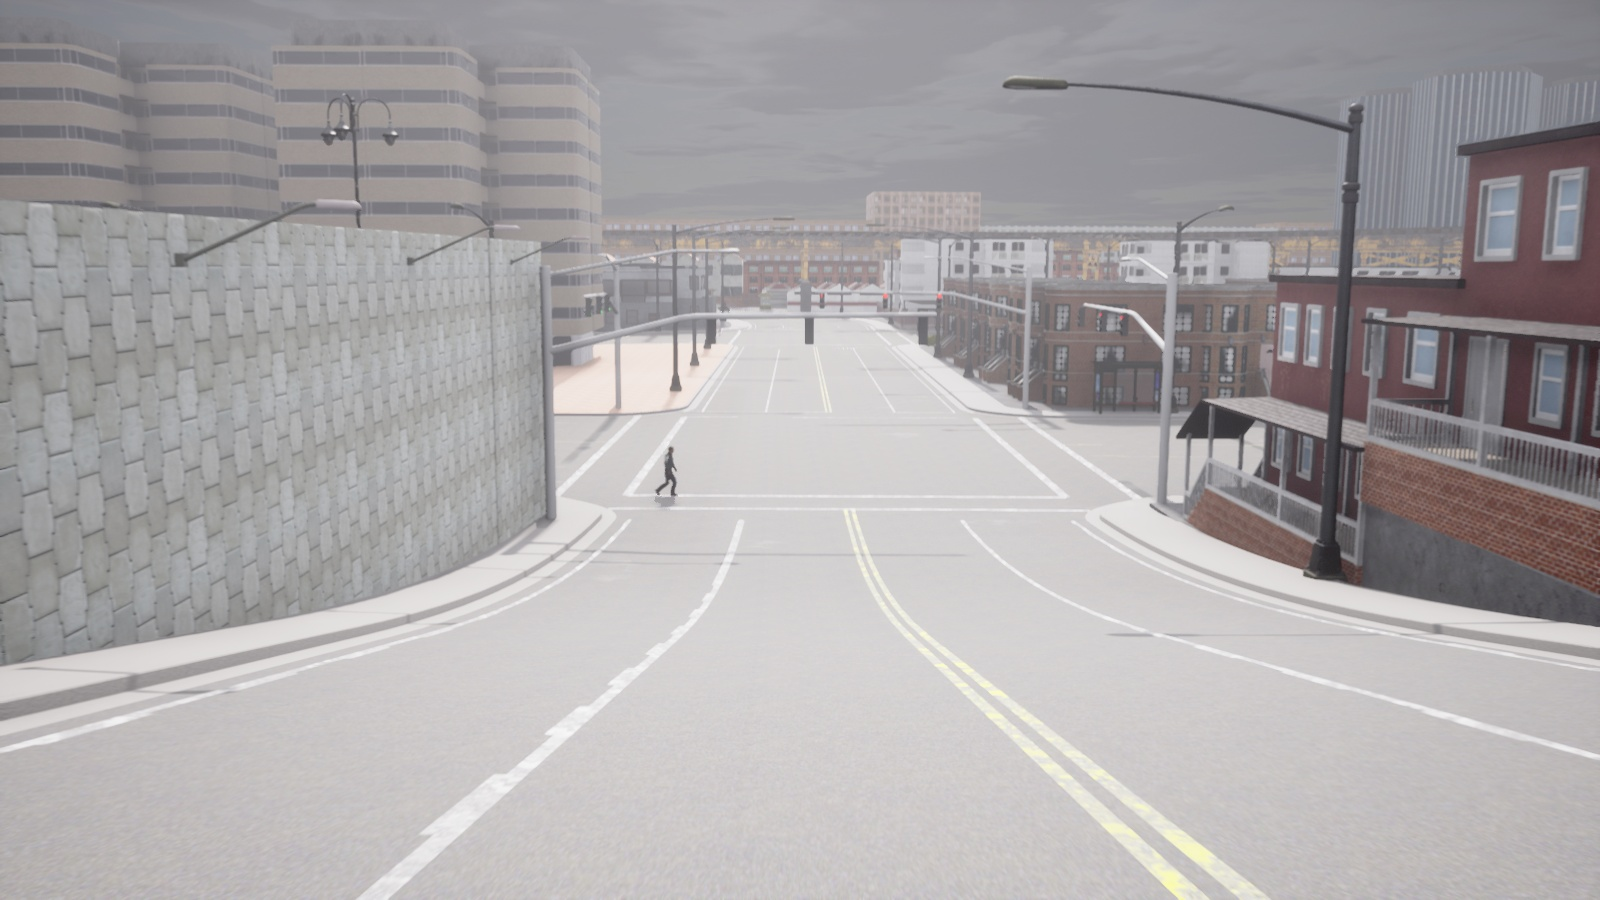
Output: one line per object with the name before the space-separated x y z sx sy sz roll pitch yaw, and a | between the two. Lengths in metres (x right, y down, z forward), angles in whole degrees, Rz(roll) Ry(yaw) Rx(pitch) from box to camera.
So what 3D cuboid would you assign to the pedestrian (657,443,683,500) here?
pedestrian | -4.502 0.747 43.511 0.788 1.949 0.423 0 8 1
